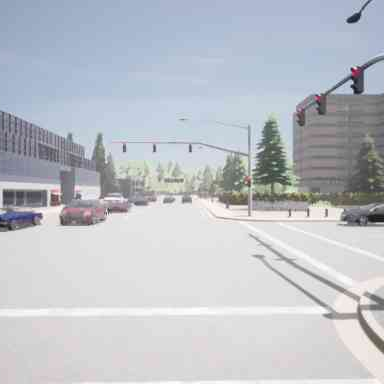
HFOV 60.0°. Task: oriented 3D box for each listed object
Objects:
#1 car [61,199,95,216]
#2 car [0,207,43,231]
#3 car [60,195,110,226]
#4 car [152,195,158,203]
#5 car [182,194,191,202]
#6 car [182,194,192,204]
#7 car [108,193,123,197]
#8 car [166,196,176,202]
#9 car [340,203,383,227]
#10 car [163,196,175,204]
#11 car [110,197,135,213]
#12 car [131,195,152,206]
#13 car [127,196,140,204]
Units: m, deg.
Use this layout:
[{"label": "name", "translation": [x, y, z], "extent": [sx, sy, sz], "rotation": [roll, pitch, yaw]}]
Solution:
[{"label": "car", "translation": [-11.234, 1.493, 33.197], "extent": [1.837, 1.490, 4.892], "rotation": [0, 0, -1]}, {"label": "car", "translation": [-10.968, 1.594, 20.339], "extent": [1.895, 1.301, 4.718], "rotation": [0, 0, -1]}, {"label": "car", "translation": [-7.531, 1.343, 23.288], "extent": [2.097, 1.767, 4.553], "rotation": [0, 0, -1]}, {"label": "car", "translation": [-8.125, 1.422, 67.769], "extent": [1.882, 1.535, 5.008], "rotation": [0, 0, -1]}, {"label": "car", "translation": [-1.223, 1.330, 75.055], "extent": [2.097, 1.767, 4.553], "rotation": [0, 0, -1]}, {"label": "car", "translation": [-0.985, 1.483, 64.990], "extent": [1.837, 1.490, 4.892], "rotation": [0, 0, -1]}, {"label": "car", "translation": [-11.454, 1.207, 48.775], "extent": [2.150, 2.045, 5.566], "rotation": [0, 0, -1]}, {"label": "car", "translation": [-4.728, 1.484, 75.301], "extent": [1.895, 1.301, 4.718], "rotation": [0, 0, -1]}, {"label": "car", "translation": [12.499, 1.484, 22.272], "extent": [4.902, 1.511, 2.128], "rotation": [0, 0, -1]}, {"label": "car", "translation": [-4.582, 1.525, 64.666], "extent": [2.033, 1.411, 5.357], "rotation": [0, 0, -1]}, {"label": "car", "translation": [-7.779, 1.551, 36.040], "extent": [1.994, 1.385, 4.181], "rotation": [0, 0, -1]}, {"label": "car", "translation": [-8.010, 1.459, 53.165], "extent": [1.882, 1.535, 5.008], "rotation": [0, 0, -1]}, {"label": "car", "translation": [-11.630, 1.542, 66.594], "extent": [1.994, 1.385, 4.181], "rotation": [0, 0, 0]}]
